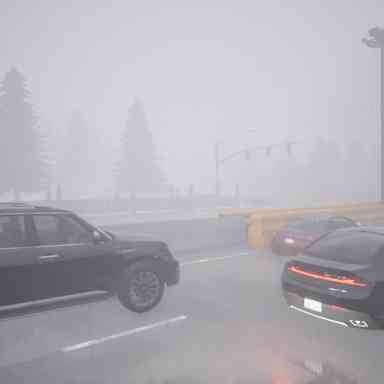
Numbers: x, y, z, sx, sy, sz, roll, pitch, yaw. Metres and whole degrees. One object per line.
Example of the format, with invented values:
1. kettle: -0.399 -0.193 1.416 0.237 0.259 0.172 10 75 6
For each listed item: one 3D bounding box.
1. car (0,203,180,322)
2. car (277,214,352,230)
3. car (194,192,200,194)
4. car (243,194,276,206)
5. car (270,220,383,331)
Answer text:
1. car: -2.912 1.217 5.968 5.566 2.045 2.150 0 0 -36
2. car: 4.619 1.441 11.331 4.181 1.385 1.994 -1 1 -35
3. car: 1.048 0.834 76.665 2.128 1.511 4.902 -1 1 3
4. car: 8.878 1.026 44.224 2.128 1.511 4.902 -1 1 -35
5. car: 3.808 1.435 6.464 4.892 1.490 1.837 -1 1 -35
